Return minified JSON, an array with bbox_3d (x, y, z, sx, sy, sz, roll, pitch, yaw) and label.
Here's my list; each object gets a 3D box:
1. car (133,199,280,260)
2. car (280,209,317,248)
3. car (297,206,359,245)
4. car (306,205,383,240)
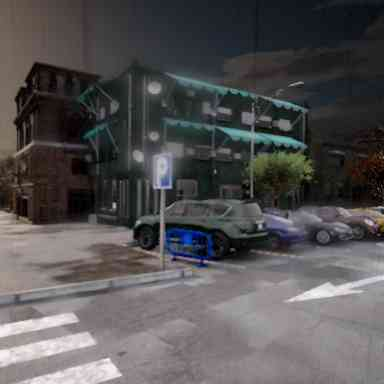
[{"bbox_3d":[0.188,1.293,12.992,5.566,2.045,2.435,0,-1,36],"label":"car"},{"bbox_3d":[2.674,1.620,14.621,4.674,1.452,2.002,-1,-1,36],"label":"car"},{"bbox_3d":[5.131,1.616,16.268,4.892,1.521,2.231,0,-1,36],"label":"car"},{"bbox_3d":[7.571,1.524,17.930,4.553,1.767,2.185,-1,-2,36],"label":"car"}]
